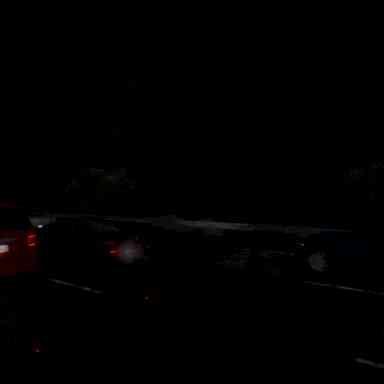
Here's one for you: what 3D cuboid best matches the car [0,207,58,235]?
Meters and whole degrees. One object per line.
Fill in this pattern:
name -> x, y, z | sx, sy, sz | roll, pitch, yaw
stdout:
car -> -10.247, 1.648, 19.823 | 4.718, 1.301, 1.895 | 0, 0, 35

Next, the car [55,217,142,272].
car -> -3.684, 1.546, 10.876 | 4.674, 1.442, 1.812 | 0, 0, 35

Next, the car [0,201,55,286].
car -> -6.045, 1.246, 8.265 | 5.566, 2.045, 2.150 | 0, 0, 35

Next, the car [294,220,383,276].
car -> 5.278, 1.471, 8.776 | 5.008, 1.535, 1.882 | 0, 0, 36
